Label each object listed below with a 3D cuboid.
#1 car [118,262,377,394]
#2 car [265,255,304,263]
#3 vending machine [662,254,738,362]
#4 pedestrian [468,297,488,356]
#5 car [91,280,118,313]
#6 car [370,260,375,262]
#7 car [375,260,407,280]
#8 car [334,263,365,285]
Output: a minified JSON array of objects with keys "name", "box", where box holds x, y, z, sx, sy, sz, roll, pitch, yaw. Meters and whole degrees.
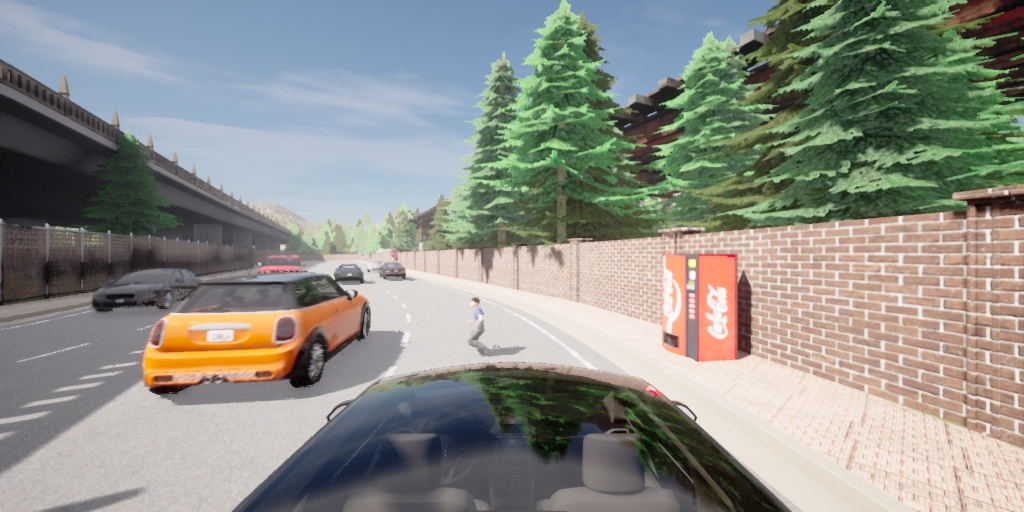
[{"name":"car","box":[-4.274,1.099,6.957,2.097,1.767,4.553,0,0,-9]},{"name":"car","box":[-13.766,0.962,21.685,2.150,2.045,5.566,0,0,-26]},{"name":"vending machine","box":[3.516,0.942,6.813,1.100,2.100,0.880,0,0,-8]},{"name":"pedestrian","box":[-0.647,1.321,7.067,0.375,1.300,0.375,0,0,-10]},{"name":"car","box":[-14.076,1.248,14.189,1.837,1.490,4.892,0,0,-24]},{"name":"car","box":[-16.808,1.252,44.215,1.812,1.442,4.674,0,0,-24]},{"name":"car","box":[-10.473,1.279,31.358,2.033,1.411,5.357,0,0,-25]},{"name":"car","box":[-12.437,1.299,27.306,1.994,1.385,4.181,0,0,-26]}]
